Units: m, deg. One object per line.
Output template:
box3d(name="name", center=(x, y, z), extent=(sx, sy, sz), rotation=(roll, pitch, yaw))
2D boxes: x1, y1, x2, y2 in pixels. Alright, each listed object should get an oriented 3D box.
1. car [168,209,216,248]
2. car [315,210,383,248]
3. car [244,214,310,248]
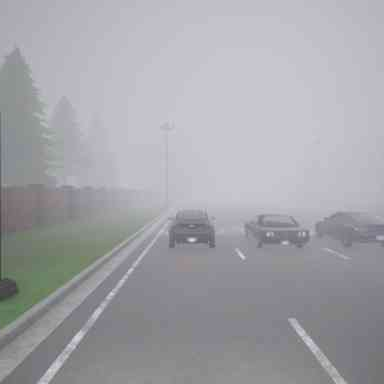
box3d(name="car", center=(0.000, 1.513, 14.650), extent=(1.837, 1.490, 4.892), rotation=(0, 0, 0))
box3d(name="car", center=(7.000, 1.530, 14.650), extent=(1.812, 1.442, 4.674), rotation=(0, 0, 0))
box3d(name="car", center=(3.500, 1.613, 14.680), extent=(1.895, 1.301, 4.718), rotation=(0, 0, 0))
